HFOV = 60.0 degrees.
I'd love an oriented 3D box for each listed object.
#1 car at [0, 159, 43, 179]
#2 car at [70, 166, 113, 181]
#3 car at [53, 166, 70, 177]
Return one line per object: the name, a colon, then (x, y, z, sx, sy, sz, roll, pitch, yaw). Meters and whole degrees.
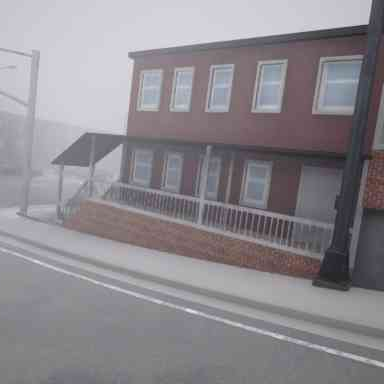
car: (-17.415, -2.135, 32.489, 2.033, 1.411, 5.357, 11, 6, 37)
car: (-11.774, -2.171, 40.295, 1.837, 1.490, 4.892, 11, 6, 35)
car: (-14.693, -2.661, 42.182, 2.033, 1.411, 5.357, 11, 6, 35)
